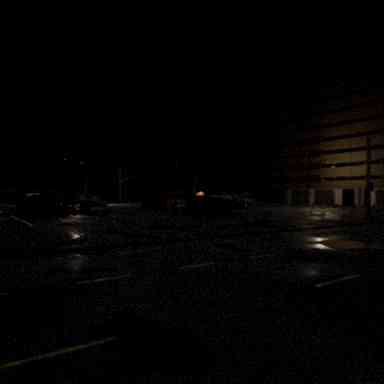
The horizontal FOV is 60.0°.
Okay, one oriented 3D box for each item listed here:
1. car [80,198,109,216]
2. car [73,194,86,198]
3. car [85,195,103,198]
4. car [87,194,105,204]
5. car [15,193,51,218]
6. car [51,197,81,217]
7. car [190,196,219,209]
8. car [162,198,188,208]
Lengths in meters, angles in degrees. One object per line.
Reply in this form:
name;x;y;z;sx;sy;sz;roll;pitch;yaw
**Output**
car;-9.590;1.558;32.395;1.970;1.475;3.806;1;0;-35
car;-21.382;1.405;63.915;1.905;1.878;3.866;1;0;-35
car;-13.554;1.616;48.067;1.970;1.475;3.806;1;0;-35
car;-18.983;1.431;65.535;1.932;1.855;4.605;1;0;-35
car;-14.124;1.261;29.148;1.932;1.855;4.605;1;0;-35
car;-11.959;1.498;30.731;1.784;1.438;3.905;1;0;-35
car;2.411;1.996;65.627;2.033;1.411;5.357;1;0;-35
car;-3.487;1.894;67.943;1.882;1.535;5.008;1;-1;-35
